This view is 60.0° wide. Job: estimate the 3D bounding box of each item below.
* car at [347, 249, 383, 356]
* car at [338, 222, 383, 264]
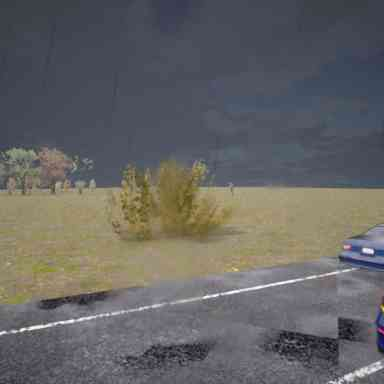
[{"bbox_3d":[4.466,1.526,4.496,4.674,1.442,1.812,0,0,-28],"label":"car"},{"bbox_3d":[6.614,1.549,9.861,5.357,1.411,2.033,0,0,-33],"label":"car"}]
